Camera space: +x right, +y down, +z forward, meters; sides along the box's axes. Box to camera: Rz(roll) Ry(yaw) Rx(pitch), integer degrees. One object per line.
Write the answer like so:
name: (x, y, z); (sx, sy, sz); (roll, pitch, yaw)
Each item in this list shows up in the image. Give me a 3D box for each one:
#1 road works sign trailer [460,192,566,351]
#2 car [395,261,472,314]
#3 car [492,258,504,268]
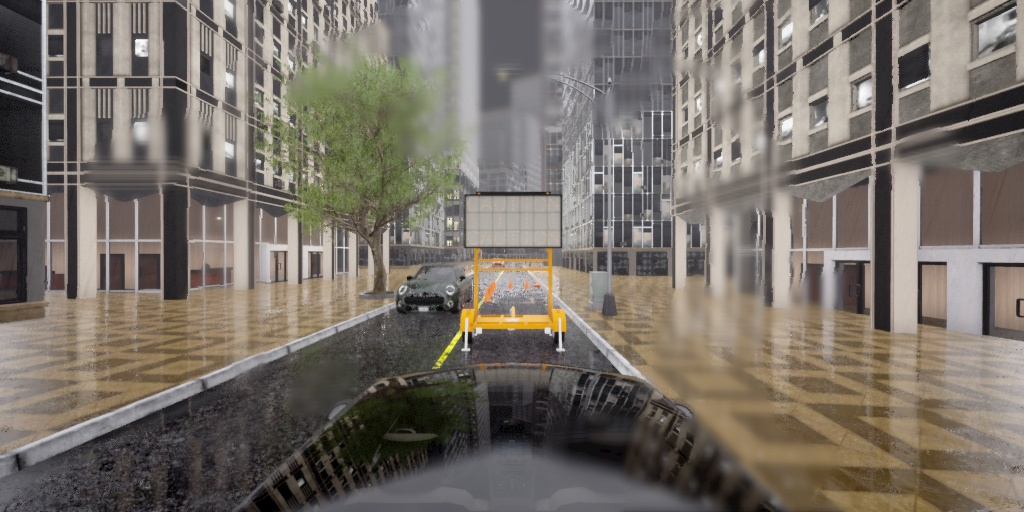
road works sign trailer: (0.032, 0.214, 8.949); (2.380, 3.560, 2.880); (0, 0, 0)
car: (-2.799, 1.102, 13.657); (2.097, 1.767, 4.553); (0, 0, 0)
car: (-2.490, 1.176, 64.246); (2.097, 1.767, 4.553); (0, 0, 0)
